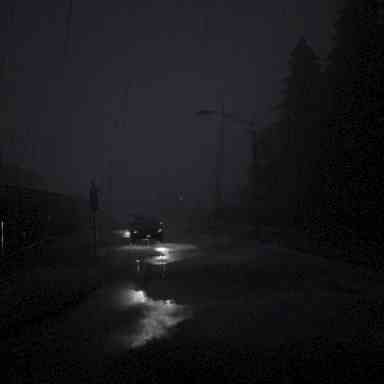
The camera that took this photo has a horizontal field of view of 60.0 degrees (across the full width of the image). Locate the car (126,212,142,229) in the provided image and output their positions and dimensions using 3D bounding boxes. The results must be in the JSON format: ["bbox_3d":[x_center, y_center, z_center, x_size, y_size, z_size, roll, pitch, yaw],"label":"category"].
[{"bbox_3d":[-5.254,2.692,31.973,1.812,1.442,4.674,-2,-2,-12],"label":"car"}]

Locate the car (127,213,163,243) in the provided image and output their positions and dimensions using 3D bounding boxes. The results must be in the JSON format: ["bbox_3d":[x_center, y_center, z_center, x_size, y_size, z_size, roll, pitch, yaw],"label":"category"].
[{"bbox_3d":[-2.942,2.278,20.958,1.812,1.442,4.674,-2,-2,-12],"label":"car"}]
